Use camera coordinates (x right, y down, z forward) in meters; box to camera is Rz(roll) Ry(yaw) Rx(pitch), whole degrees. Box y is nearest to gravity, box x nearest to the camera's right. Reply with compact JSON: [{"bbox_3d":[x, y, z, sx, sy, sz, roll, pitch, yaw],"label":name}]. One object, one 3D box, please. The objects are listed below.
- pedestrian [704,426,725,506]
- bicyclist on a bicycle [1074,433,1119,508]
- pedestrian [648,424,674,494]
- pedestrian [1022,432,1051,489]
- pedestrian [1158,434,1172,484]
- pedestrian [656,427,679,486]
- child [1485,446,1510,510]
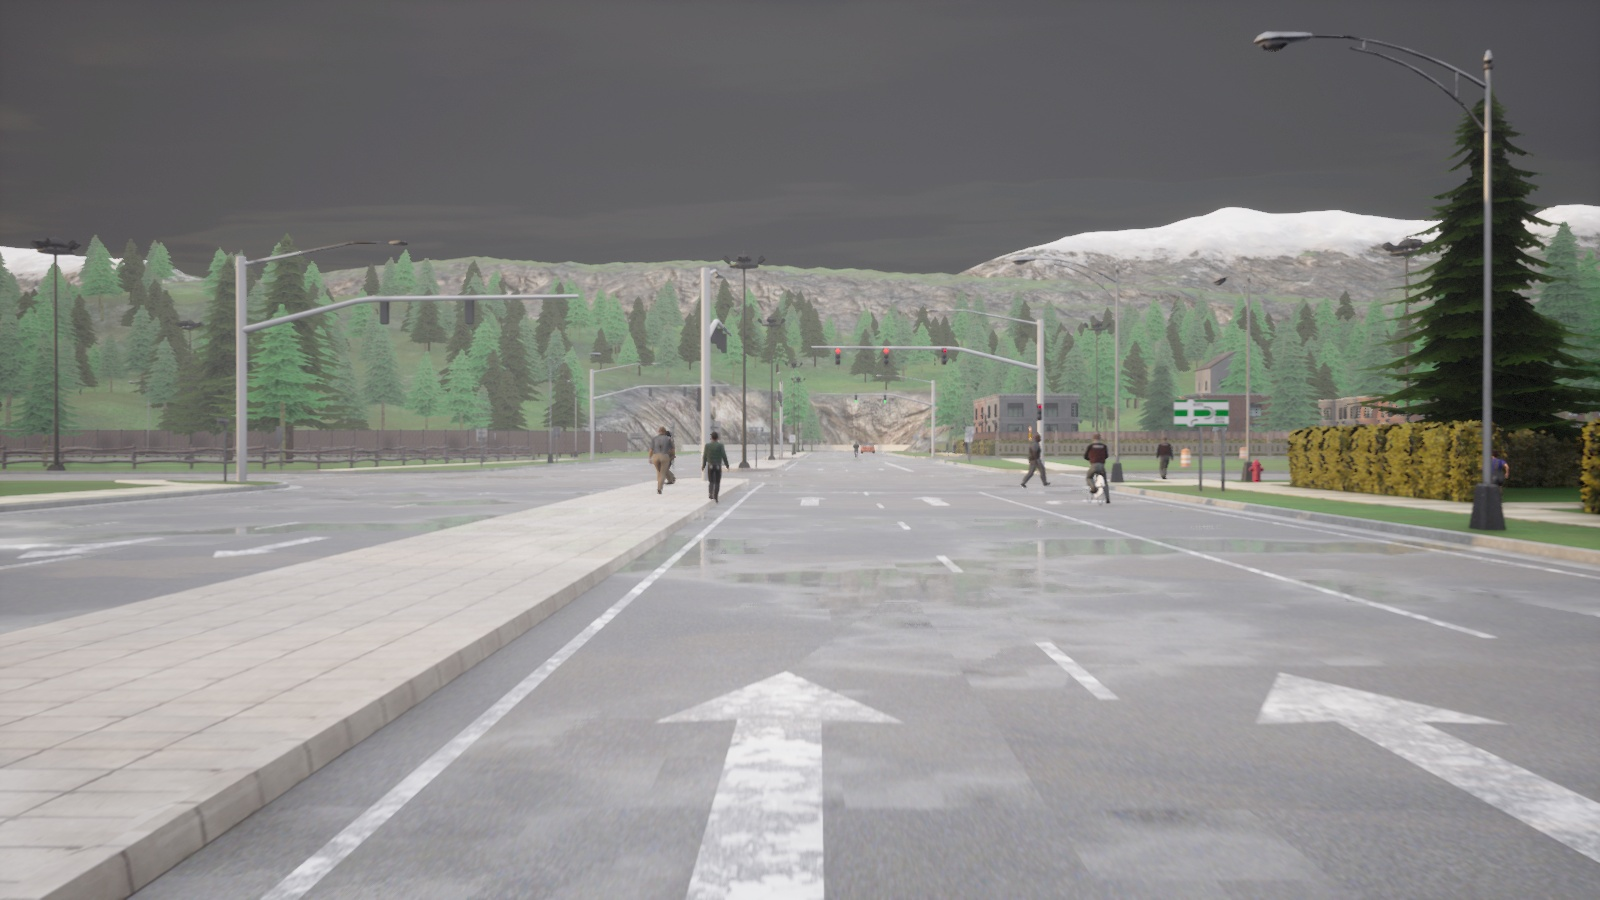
[{"bbox_3d":[-2.085,0.387,30.716,0.423,1.949,0.788,0,0,1],"label":"pedestrian"},{"bbox_3d":[7.191,0.483,30.554,0.659,1.776,1.843,0,0,0],"label":"bicyclist on a bicycle"},{"bbox_3d":[-3.695,0.244,33.440,0.540,1.848,0.694,0,0,8],"label":"pedestrian"},{"bbox_3d":[7.884,0.351,41.835,0.849,1.883,0.563,0,0,-2],"label":"pedestrian"},{"bbox_3d":[13.837,0.331,47.606,0.376,1.854,0.720,0,0,6],"label":"pedestrian"},{"bbox_3d":[-4.327,0.214,41.041,0.692,1.930,0.396,0,0,2],"label":"pedestrian"},{"bbox_3d":[14.048,0.561,25.293,0.270,1.263,0.437,0,0,4],"label":"child"}]
